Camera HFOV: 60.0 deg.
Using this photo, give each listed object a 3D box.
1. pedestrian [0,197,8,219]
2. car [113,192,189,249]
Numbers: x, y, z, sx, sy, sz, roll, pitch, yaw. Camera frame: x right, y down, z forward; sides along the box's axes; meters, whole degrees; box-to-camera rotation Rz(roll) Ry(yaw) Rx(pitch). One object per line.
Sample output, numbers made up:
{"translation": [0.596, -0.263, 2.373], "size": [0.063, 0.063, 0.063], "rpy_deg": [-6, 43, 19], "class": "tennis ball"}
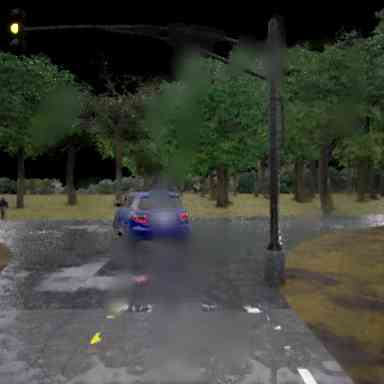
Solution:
{"translation": [-15.227, 1.274, 26.829], "size": [0.375, 1.860, 0.375], "rpy_deg": [0, 0, 0], "class": "pedestrian"}
{"translation": [-1.856, 0.996, 13.805], "size": [2.150, 2.045, 5.566], "rpy_deg": [-1, 2, -20], "class": "car"}
